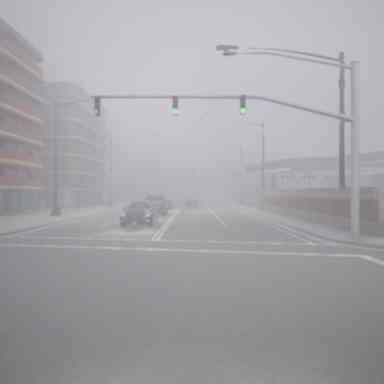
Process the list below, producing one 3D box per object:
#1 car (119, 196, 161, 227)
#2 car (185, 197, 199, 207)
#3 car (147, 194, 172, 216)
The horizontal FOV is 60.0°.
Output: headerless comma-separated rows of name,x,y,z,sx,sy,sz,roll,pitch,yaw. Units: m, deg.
car,-3.585,1.376,23.029,2.097,1.767,4.553,0,0,0
car,0.016,1.491,51.293,2.128,1.511,4.902,0,0,0
car,-3.542,1.240,32.622,2.150,2.045,5.566,0,0,0
